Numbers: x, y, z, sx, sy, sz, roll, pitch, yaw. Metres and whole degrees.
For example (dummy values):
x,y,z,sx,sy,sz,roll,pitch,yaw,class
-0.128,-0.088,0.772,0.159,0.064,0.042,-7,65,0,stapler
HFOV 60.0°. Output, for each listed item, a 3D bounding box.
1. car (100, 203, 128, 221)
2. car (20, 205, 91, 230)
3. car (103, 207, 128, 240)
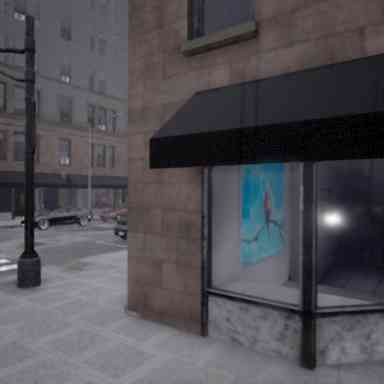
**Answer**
x,y,z,sx,sy,sz,roll,pitch,yaw,class
-5.036,1.535,25.329,1.802,1.307,4.206,0,0,35,car
-8.324,1.516,20.695,1.947,1.339,4.313,0,0,35,car
-1.779,1.546,16.051,2.008,1.369,4.403,0,0,35,car
